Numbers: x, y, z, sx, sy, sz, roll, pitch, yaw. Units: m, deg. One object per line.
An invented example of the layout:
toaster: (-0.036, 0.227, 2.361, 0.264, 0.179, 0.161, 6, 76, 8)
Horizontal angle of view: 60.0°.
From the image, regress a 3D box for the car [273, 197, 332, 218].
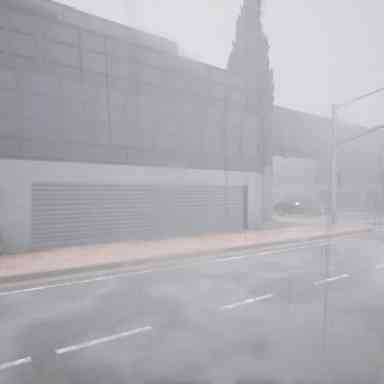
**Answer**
car: (9.703, 1.491, 30.360, 2.128, 1.511, 4.902, 0, 0, -37)

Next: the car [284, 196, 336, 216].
car: (11.793, 1.352, 33.417, 2.097, 1.767, 4.553, 0, 0, -37)
